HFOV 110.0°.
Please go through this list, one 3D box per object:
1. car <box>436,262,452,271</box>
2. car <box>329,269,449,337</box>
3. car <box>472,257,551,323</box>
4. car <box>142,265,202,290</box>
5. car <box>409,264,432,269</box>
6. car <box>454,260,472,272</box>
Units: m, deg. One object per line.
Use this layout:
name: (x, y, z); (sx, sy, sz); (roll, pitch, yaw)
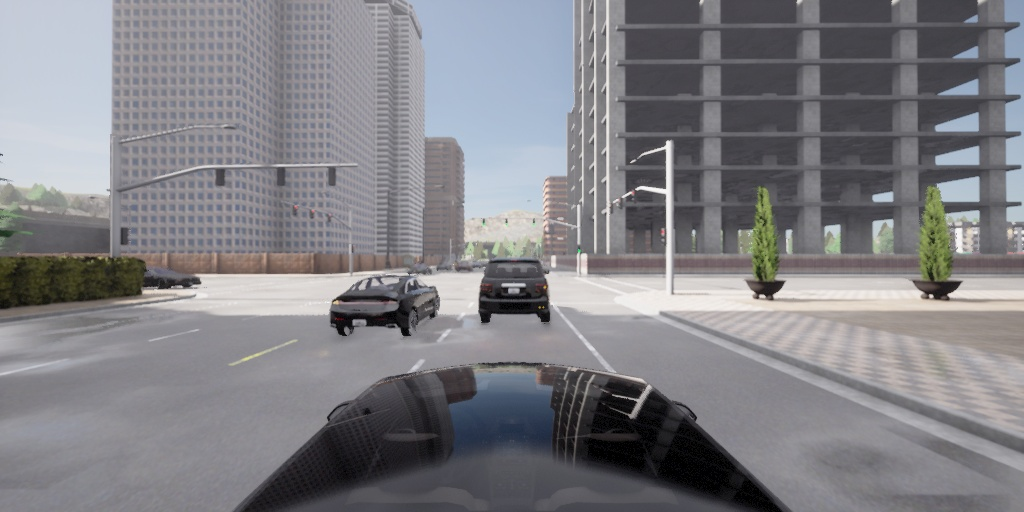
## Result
car: (-10.631, 1.651, 56.443); (1.837, 1.490, 4.892); (0, -1, 1)
car: (-3.428, 1.305, 10.516); (2.128, 1.511, 4.902); (0, 0, 0)
car: (0.165, 1.054, 12.628); (2.150, 2.045, 5.566); (0, 0, 3)
car: (-23.582, 1.454, 23.426); (5.357, 1.411, 2.033); (0, 0, 0)
car: (-10.966, 1.612, 42.855); (1.994, 1.385, 4.181); (0, 0, 4)
car: (-7.095, 1.473, 53.127); (2.097, 1.767, 4.553); (0, 0, 1)
